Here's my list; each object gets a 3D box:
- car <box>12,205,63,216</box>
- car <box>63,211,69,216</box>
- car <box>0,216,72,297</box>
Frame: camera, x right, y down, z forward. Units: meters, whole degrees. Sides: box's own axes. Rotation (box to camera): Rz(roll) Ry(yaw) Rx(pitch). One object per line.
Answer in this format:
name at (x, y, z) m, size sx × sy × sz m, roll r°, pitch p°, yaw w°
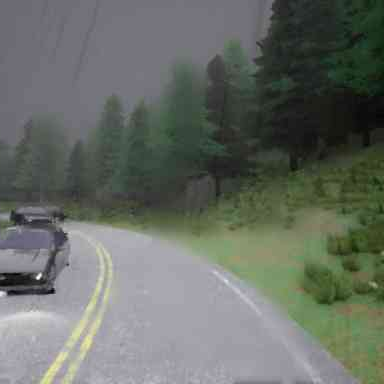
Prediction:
car at (-10.808, 1.624, 22.428) m, size 2.033 × 1.411 × 5.357 m, roll 4°, pitch -2°, yaw -39°
car at (-12.567, 1.805, 28.455) m, size 4.718 × 1.301 × 1.895 m, roll 1°, pitch -3°, yaw 41°
car at (-4.421, 1.635, 9.102) m, size 2.033 × 1.411 × 5.357 m, roll 1°, pitch -1°, yaw -14°
